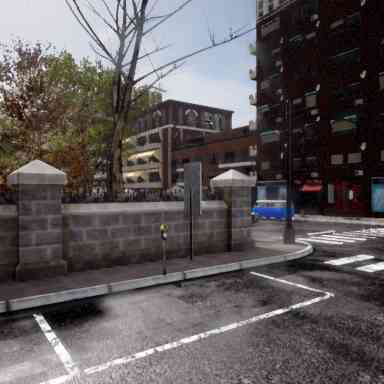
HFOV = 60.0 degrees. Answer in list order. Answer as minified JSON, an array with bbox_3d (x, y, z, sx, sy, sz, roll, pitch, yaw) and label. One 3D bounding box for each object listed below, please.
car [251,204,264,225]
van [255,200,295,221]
[{"bbox_3d":[3.192,1.870,26.051,1.994,1.385,4.181,0,-1,-36],"label":"car"},{"bbox_3d":[7.317,1.643,30.201,1.690,1.788,3.998,-1,0,-36],"label":"van"}]
